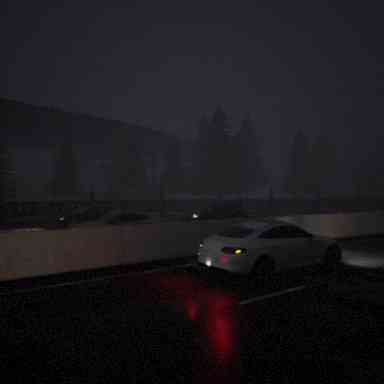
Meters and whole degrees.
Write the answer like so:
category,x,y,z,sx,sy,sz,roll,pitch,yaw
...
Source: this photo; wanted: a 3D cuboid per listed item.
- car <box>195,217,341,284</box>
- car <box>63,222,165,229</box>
category,x,y,z,sx,sy,sz,roll,pitch,yaw
car,2.333,1.529,9.592,4.674,1.442,1.812,0,0,-34
car,-3.198,1.529,14.494,4.674,1.442,1.812,0,0,-34
